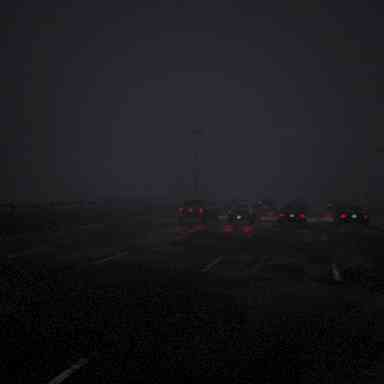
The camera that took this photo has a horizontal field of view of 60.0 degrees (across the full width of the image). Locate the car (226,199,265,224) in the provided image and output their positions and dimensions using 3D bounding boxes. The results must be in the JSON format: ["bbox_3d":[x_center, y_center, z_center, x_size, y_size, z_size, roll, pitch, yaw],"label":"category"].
[{"bbox_3d":[3.953,1.467,24.635,1.812,1.442,4.674,0,0,20],"label":"car"}]

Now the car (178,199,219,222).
[{"bbox_3d":[0.640,1.297,25.761,2.097,1.767,4.553,0,0,20],"label":"car"}]

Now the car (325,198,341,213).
[{"bbox_3d":[15.310,1.421,35.621,1.812,1.442,4.674,0,0,19],"label":"car"}]

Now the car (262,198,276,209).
[{"bbox_3d":[8.673,1.395,37.843,2.128,1.511,4.902,0,0,19],"label":"car"}]

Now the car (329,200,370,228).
[{"bbox_3d":[10.437,1.481,21.973,2.033,1.411,5.357,0,0,20],"label":"car"}]

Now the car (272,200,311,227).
[{"bbox_3d":[6.946,1.487,22.615,2.033,1.411,5.357,0,0,20],"label":"car"}]

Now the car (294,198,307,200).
[{"bbox_3d":[11.770,1.406,36.102,1.837,1.490,4.892,0,0,20],"label":"car"}]
